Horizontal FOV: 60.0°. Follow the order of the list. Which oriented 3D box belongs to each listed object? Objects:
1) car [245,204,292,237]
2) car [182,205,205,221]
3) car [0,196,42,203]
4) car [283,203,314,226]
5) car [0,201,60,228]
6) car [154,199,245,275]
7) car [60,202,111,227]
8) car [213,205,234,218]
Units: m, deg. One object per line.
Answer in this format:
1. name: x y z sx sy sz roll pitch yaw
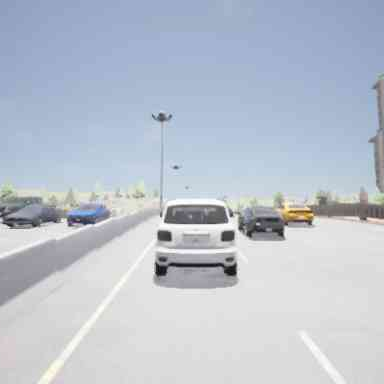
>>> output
1. car: 3.608 1.500 17.968 1.837 1.490 4.892 0 1 0
2. car: 0.115 1.808 29.506 1.895 1.301 4.718 0 -2 0
3. car: -13.992 1.340 27.017 2.150 2.045 5.566 0 -2 0
4. car: 7.112 1.523 23.939 1.882 1.535 5.008 0 -1 0
5. car: -10.538 1.564 22.557 2.033 1.411 5.357 0 -1 1
6. car: 0.105 1.216 10.562 2.150 2.045 5.566 0 0 0
7. car: -7.033 1.504 23.111 1.882 1.535 5.008 0 -1 1
8. car: 3.620 2.312 38.824 1.994 1.385 4.181 0 -4 0
